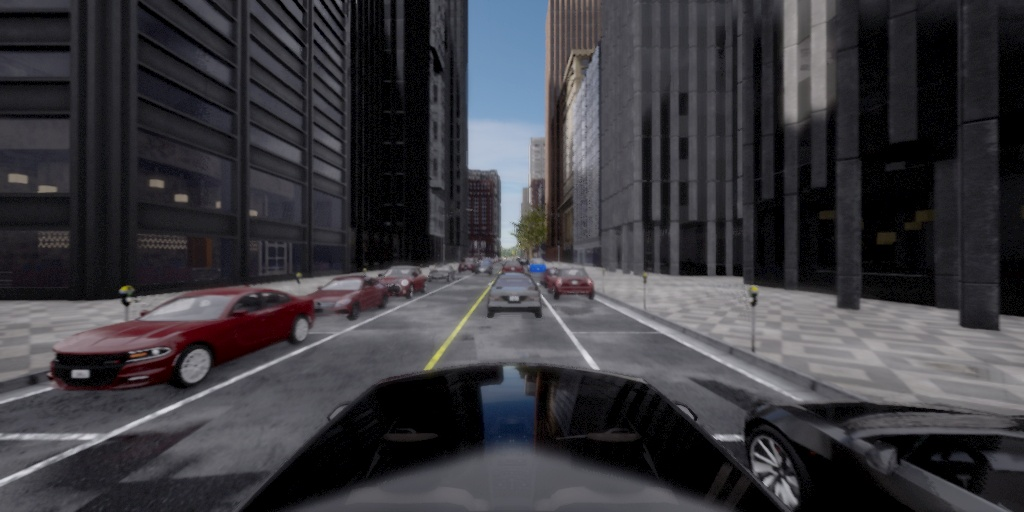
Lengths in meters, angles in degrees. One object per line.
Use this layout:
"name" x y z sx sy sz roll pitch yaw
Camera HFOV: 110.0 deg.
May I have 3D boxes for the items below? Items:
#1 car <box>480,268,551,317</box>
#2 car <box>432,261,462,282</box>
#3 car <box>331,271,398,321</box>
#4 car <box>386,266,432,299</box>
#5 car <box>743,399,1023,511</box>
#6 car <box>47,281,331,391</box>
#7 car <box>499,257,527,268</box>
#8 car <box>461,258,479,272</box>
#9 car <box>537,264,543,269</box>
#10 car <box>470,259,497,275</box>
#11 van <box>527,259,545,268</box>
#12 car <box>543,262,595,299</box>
"car" 0.085 1.332 13.276 2.033 1.411 5.357 0 0 0
"car" -5.665 1.380 29.513 2.007 1.370 4.403 0 0 0
"car" -5.667 1.364 12.595 1.802 1.307 4.207 0 0 0
"car" -5.666 1.239 18.235 1.967 1.591 4.097 0 0 0
"car" 2.858 1.315 1.290 1.948 1.339 4.313 0 0 0
"car" -5.667 1.311 6.956 1.888 1.381 4.507 0 0 0
"car" 0.098 1.194 34.968 2.097 1.767 4.553 0 0 0
"car" -5.664 1.176 46.433 2.192 1.841 5.009 0 0 0
"car" 2.860 1.397 23.850 1.802 1.307 4.207 0 0 0
"car" -3.092 1.344 39.992 2.128 1.511 4.902 0 0 0
"van" 2.861 1.194 40.770 1.690 1.789 3.998 0 0 0
"car" 2.859 1.239 18.209 1.967 1.591 4.097 0 0 0
